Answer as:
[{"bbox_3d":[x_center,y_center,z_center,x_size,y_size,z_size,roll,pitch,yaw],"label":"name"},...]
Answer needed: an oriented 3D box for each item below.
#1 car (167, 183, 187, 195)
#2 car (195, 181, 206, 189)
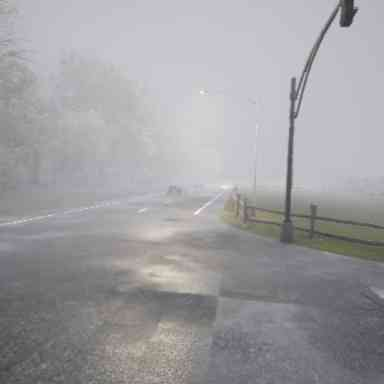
[{"bbox_3d":[-1.830,-0.417,41.945,1.837,1.490,4.892,2,3,8],"label":"car"},{"bbox_3d":[1.686,-1.368,66.426,1.837,1.490,4.892,2,3,8],"label":"car"}]
